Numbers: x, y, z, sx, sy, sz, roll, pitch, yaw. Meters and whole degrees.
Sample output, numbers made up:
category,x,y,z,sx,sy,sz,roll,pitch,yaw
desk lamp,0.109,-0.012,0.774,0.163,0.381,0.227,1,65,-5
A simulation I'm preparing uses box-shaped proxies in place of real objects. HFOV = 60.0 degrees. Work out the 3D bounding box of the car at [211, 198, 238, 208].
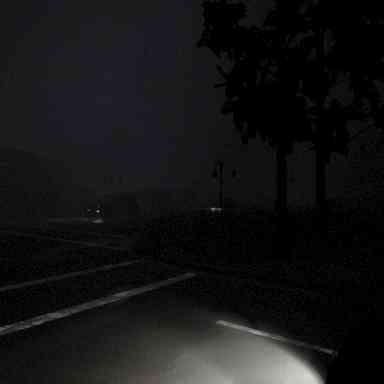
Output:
category,x,y,z,sx,sy,sz,roll,pitch,yaw
car,4.784,1.548,48.416,2.033,1.411,5.357,0,0,35

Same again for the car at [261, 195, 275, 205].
category,x,y,z,sx,sy,sz,roll,pitch,yaw
car,13.856,1.347,60.760,2.097,1.767,4.553,0,0,7

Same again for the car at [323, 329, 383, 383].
category,x,y,z,sx,sy,sz,roll,pitch,yaw
car,2.915,1.564,1.894,4.181,1.385,1.994,0,0,36

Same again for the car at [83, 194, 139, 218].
category,x,y,z,sx,sy,sz,roll,pitch,yaw
car,-7.304,1.223,30.727,2.150,2.045,5.566,0,0,34
